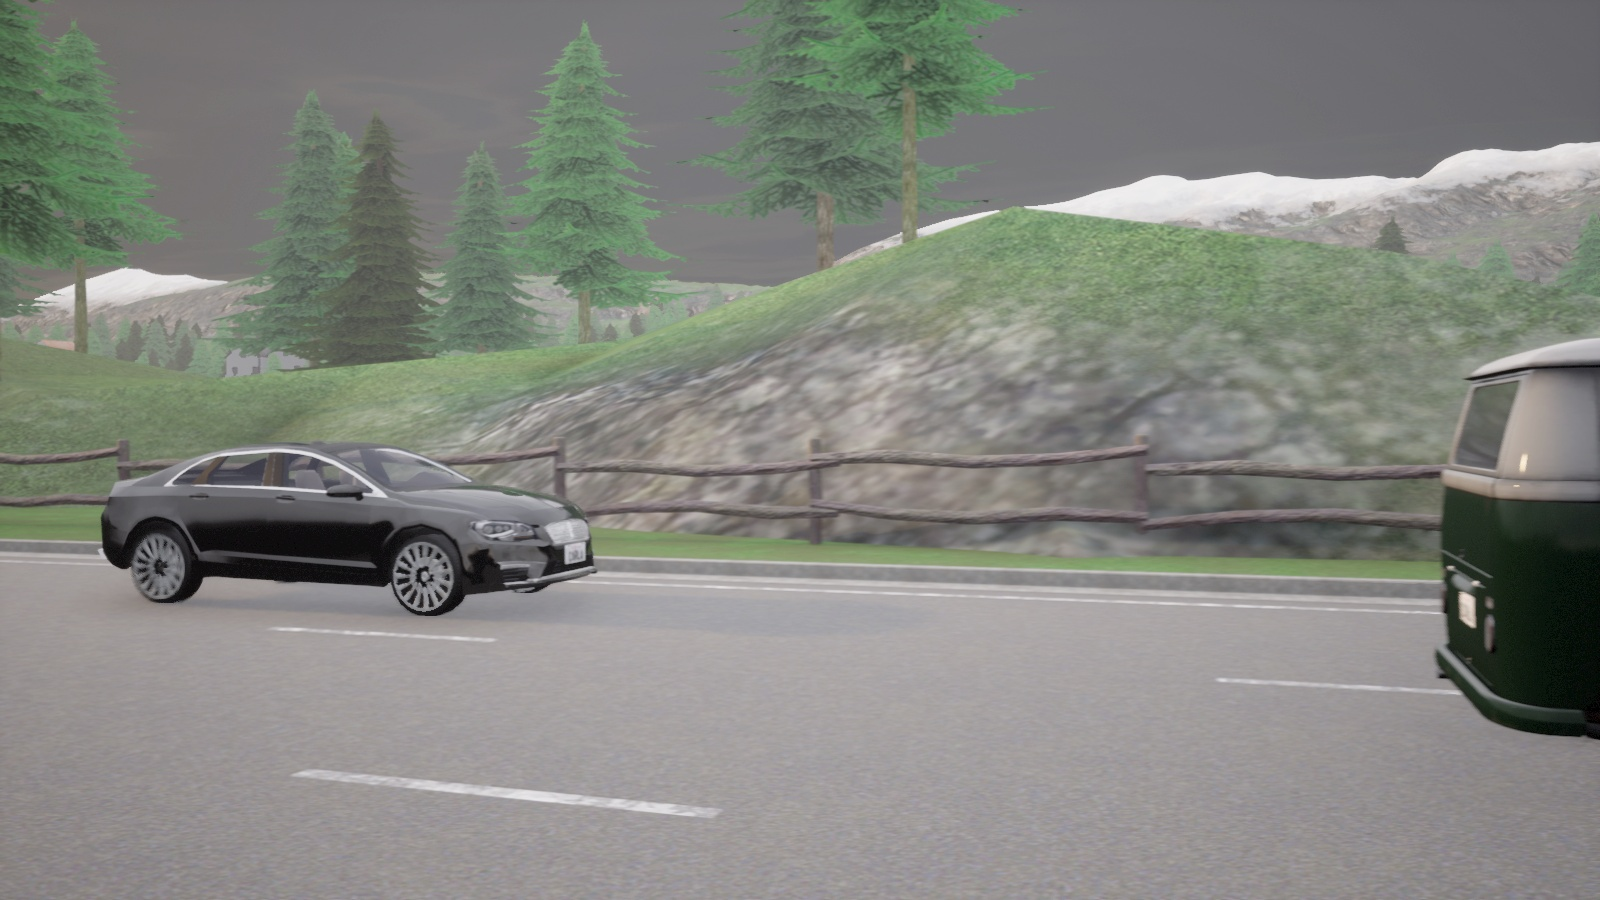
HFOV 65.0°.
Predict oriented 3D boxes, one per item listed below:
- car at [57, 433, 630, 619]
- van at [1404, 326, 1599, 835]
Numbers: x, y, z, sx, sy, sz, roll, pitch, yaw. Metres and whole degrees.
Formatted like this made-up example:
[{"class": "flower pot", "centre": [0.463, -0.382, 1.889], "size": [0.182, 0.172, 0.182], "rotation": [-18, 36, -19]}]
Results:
[{"class": "car", "centre": [-4.318, 0.594, 12.030], "size": [4.902, 1.511, 2.128], "rotation": [0, 1, 19]}, {"class": "van", "centre": [5.068, 0.509, 5.177], "size": [4.442, 1.987, 1.775], "rotation": [0, 1, 19]}]
